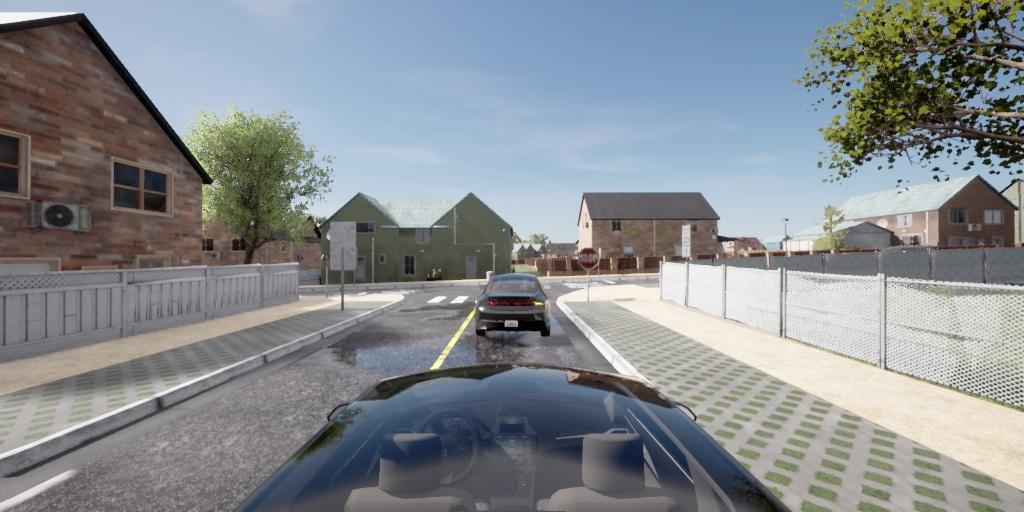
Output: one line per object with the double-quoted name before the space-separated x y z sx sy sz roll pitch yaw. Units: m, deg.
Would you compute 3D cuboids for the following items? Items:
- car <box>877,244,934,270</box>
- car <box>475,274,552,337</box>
"car" 25.333 0.145 23.631 4.553 1.767 2.097 -2 0 1
"car" 0.083 1.255 10.367 1.837 1.490 4.892 0 0 2
